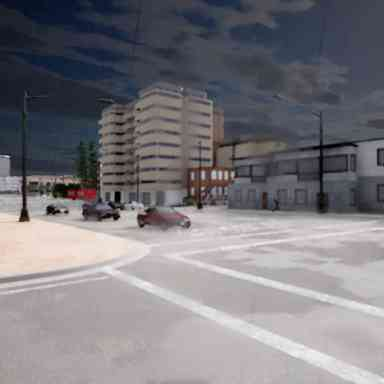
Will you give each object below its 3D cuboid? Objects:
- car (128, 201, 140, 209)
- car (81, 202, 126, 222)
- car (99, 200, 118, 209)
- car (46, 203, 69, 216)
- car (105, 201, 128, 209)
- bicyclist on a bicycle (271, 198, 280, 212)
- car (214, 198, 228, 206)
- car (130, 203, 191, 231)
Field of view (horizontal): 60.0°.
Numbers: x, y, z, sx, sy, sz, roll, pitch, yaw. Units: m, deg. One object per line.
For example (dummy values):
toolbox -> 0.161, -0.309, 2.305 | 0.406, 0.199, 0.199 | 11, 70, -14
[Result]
car -> -9.715, 2.281, 55.353 | 1.812, 1.442, 4.674 | 0, -1, -37
car -> -8.306, 1.838, 29.998 | 2.033, 1.411, 5.357 | 0, -1, -37
car -> -15.960, 2.388, 63.542 | 1.812, 1.442, 4.674 | 0, 0, -37
car -> -16.638, 2.090, 41.074 | 2.128, 1.511, 4.902 | 0, -1, -36
car -> -12.573, 2.261, 53.326 | 1.837, 1.490, 4.892 | 0, -1, -36
bicyclist on a bicycle -> 9.830, 1.526, 39.131 | 1.656, 1.620, 0.582 | 0, -1, -37
car -> 5.831, 1.809, 60.364 | 1.970, 1.475, 3.806 | 0, -1, -37
car -> -1.962, 1.644, 21.596 | 1.812, 1.442, 4.674 | 0, -1, -37
